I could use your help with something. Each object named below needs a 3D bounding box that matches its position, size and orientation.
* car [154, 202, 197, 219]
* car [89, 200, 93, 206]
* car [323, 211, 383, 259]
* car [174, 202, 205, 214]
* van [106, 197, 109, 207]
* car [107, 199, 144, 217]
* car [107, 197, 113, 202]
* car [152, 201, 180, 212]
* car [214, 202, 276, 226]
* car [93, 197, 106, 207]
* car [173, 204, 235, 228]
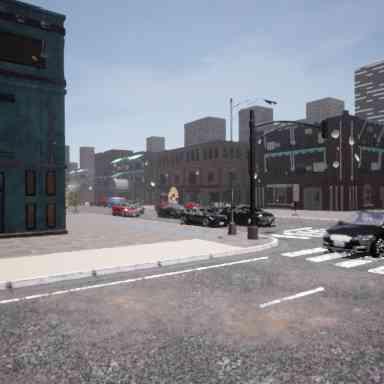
[{"bbox_3d":[-1.770,1.879,32.950,1.994,1.385,4.181,-1,0,-35],"label":"car"},{"bbox_3d":[-19.663,2.227,67.936,1.887,1.381,4.507,-1,0,-36],"label":"car"},{"bbox_3d":[6.973,1.489,12.680,4.902,1.511,2.128,0,0,-36],"label":"car"},{"bbox_3d":[-0.362,1.903,40.910,1.802,1.307,4.206,-2,0,-36],"label":"car"},{"bbox_3d":[-13.234,1.906,58.927,1.690,1.788,3.998,-1,0,-36],"label":"van"},{"bbox_3d":[-7.183,1.846,36.037,1.967,1.590,4.097,-1,0,-36],"label":"car"},{"bbox_3d":[-10.765,1.997,51.034,2.128,1.511,4.902,-1,0,-36],"label":"car"},{"bbox_3d":[-3.577,1.965,45.414,1.802,1.307,4.206,-2,0,-36],"label":"car"},{"bbox_3d":[4.006,1.705,24.788,1.837,1.490,4.892,-1,0,-34],"label":"car"},{"bbox_3d":[-16.451,1.939,63.431,2.192,1.841,5.009,-1,0,-36],"label":"car"},{"bbox_3d":[0.785,1.814,24.674,1.947,1.339,4.313,-2,0,-36],"label":"car"}]
